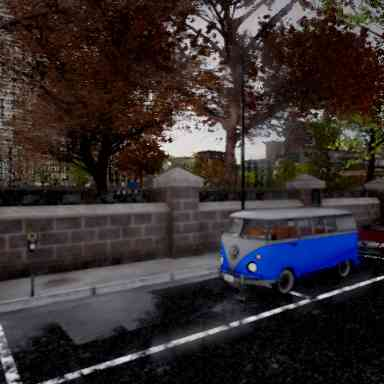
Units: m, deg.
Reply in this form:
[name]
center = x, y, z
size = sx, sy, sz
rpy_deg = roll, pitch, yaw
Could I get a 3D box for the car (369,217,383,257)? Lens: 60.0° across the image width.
[car]
center = 7.086, 1.540, 11.624
size = 4.206, 1.307, 1.802
rpy_deg = 0, 0, -36

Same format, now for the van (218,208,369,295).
[van]
center = 2.504, 1.318, 8.351
size = 3.998, 1.788, 1.690
rpy_deg = 0, 0, -36
